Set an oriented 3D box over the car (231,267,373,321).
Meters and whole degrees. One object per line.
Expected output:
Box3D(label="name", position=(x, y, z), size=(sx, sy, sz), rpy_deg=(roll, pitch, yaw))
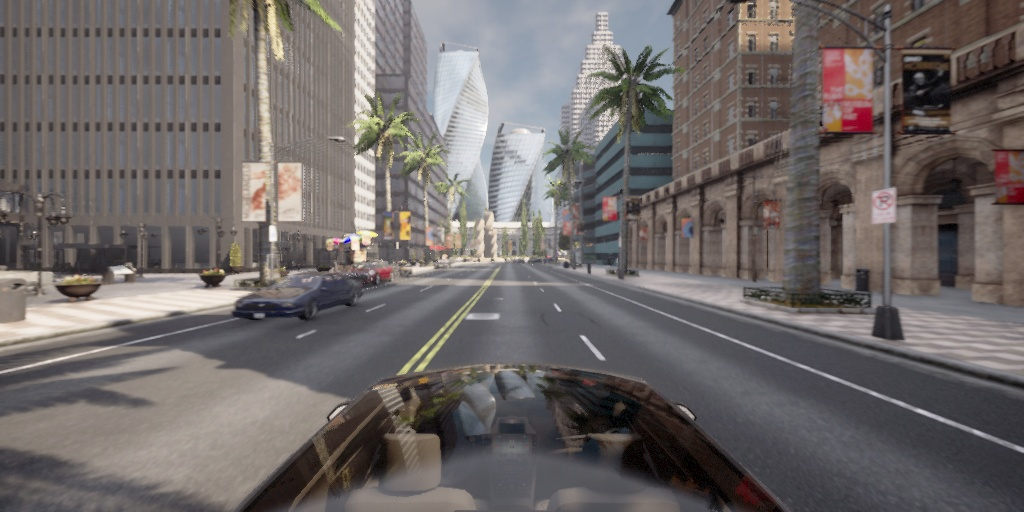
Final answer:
Box3D(label="car", position=(-7.088, 1.296, 12.730), size=(2.033, 1.411, 5.357), rpy_deg=(0, 0, 0))
